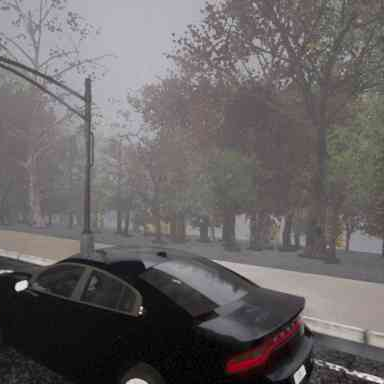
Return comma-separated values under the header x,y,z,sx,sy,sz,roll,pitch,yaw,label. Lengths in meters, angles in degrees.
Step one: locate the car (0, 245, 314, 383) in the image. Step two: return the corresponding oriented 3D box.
x,y,z,sx,sy,sz,roll,pitch,yaw,label
-1.021,1.478,4.467,5.008,1.535,1.882,0,0,36,car
